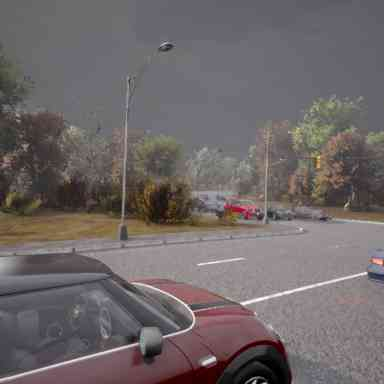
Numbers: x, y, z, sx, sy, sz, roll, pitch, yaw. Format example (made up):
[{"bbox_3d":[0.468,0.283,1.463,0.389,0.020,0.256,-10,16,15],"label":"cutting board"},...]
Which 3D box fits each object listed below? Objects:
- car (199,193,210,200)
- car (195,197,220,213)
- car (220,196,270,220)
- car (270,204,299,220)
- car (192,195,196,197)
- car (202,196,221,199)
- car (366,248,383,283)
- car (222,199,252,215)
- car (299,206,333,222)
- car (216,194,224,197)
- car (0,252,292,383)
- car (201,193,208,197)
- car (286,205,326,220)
[{"bbox_3d":[2.862,1.043,78.373,2.128,1.511,4.902,2,2,-1],"label":"car"},{"bbox_3d":[2.042,1.961,44.918,1.837,1.490,4.892,3,0,-18],"label":"car"},{"bbox_3d":[5.533,1.809,35.657,2.150,2.045,5.566,3,-1,-22],"label":"car"},{"bbox_3d":[9.034,2.096,36.440,2.097,1.767,4.553,3,-1,-23],"label":"car"},{"bbox_3d":[-0.839,1.372,54.967,2.150,2.045,5.566,2,2,-13],"label":"car"},{"bbox_3d":[3.098,1.939,53.770,1.994,1.385,4.181,2,1,-15],"label":"car"},{"bbox_3d":[6.540,1.662,8.442,5.357,1.411,2.033,2,-1,-36],"label":"car"},{"bbox_3d":[5.939,1.993,44.413,2.097,1.767,4.553,3,0,-19],"label":"car"},{"bbox_3d":[12.888,2.455,36.628,2.033,1.411,5.357,3,-1,-24],"label":"car"},{"bbox_3d":[6.471,1.241,76.260,1.837,1.490,4.892,2,2,-4],"label":"car"},{"bbox_3d":[-1.211,1.354,2.883,4.553,1.767,2.097,0,0,-36],"label":"car"},{"bbox_3d":[1.002,1.316,63.632,2.097,1.767,4.553,2,2,-10],"label":"car"},{"bbox_3d":[14.359,2.518,42.235,2.128,1.511,4.902,3,0,-22],"label":"car"}]
